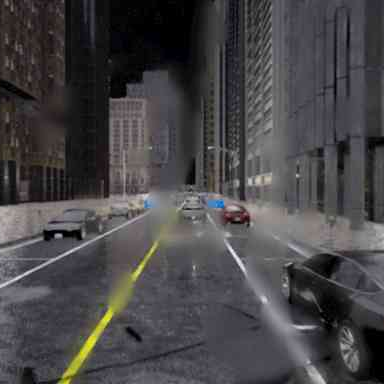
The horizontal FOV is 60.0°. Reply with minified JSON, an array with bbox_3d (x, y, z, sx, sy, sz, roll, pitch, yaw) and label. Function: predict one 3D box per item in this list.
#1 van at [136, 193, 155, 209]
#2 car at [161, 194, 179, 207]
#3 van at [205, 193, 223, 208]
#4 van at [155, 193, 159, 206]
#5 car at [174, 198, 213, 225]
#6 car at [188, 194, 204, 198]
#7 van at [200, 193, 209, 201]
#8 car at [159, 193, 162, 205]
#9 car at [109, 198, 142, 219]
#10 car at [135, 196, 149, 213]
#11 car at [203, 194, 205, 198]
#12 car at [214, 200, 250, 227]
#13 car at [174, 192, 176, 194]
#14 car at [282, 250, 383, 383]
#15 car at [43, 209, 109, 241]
[{"bbox_3d":[-5.785,1.226,39.117,1.690,1.788,3.998,0,0,0],"label":"van"},{"bbox_3d":[-3.022,1.367,47.788,1.837,1.490,4.892,0,0,0],"label":"car"},{"bbox_3d":[2.740,1.225,39.125,1.690,1.788,3.998,0,0,0],"label":"van"},{"bbox_3d":[-5.788,1.209,44.757,1.690,1.788,3.998,0,0,0],"label":"van"},{"bbox_3d":[0.090,1.421,23.466,2.128,1.511,4.902,0,0,0],"label":"car"},{"bbox_3d":[0.081,1.371,41.032,2.128,1.511,4.902,0,0,0],"label":"car"},{"bbox_3d":[2.724,1.124,72.969,1.690,1.788,3.998,0,0,0],"label":"van"},{"bbox_3d":[-5.790,1.292,50.398,1.967,1.590,4.097,0,0,0],"label":"car"},{"bbox_3d":[-5.779,1.469,27.836,2.008,1.369,4.403,0,0,0],"label":"car"},{"bbox_3d":[-5.781,1.427,33.307,1.752,1.417,4.829,0,0,0],"label":"car"},{"bbox_3d":[2.733,1.416,56.048,1.802,1.307,4.206,0,0,0],"label":"car"},{"bbox_3d":[2.749,1.479,22.204,1.887,1.381,4.507,0,0,0],"label":"car"},{"bbox_3d":[-5.806,1.293,84.244,1.887,1.381,4.507,0,0,0],"label":"car"},{"bbox_3d":[2.757,1.550,5.282,1.947,1.339,4.313,0,0,0],"label":"car"},{"bbox_3d":[-5.773,1.517,16.555,1.947,1.339,4.313,0,0,0],"label":"car"}]
